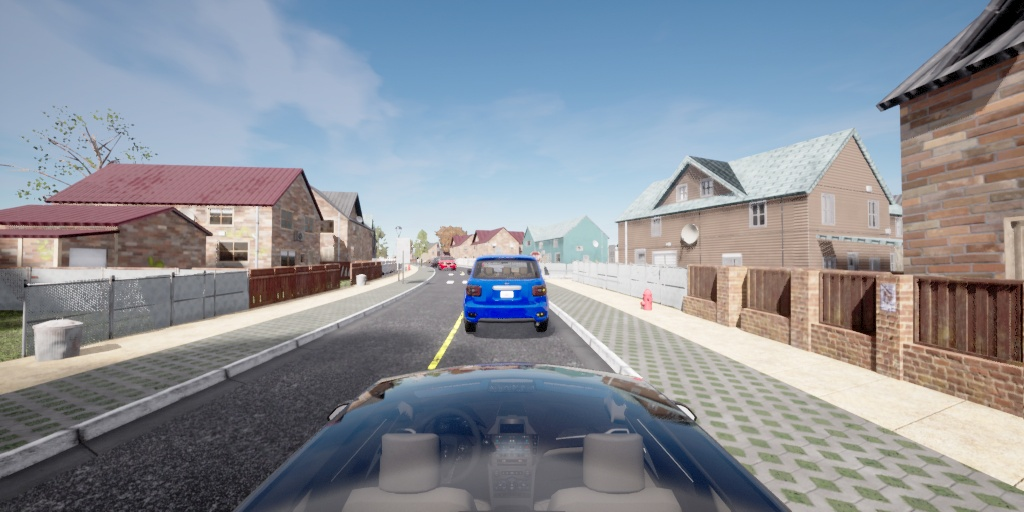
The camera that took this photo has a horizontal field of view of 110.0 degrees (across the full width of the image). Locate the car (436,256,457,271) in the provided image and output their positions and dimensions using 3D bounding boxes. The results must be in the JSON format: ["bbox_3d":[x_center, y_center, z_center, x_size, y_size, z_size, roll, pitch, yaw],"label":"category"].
[{"bbox_3d":[-8.827,0.978,48.844,2.150,2.045,5.566,0,0,-14],"label":"car"}]

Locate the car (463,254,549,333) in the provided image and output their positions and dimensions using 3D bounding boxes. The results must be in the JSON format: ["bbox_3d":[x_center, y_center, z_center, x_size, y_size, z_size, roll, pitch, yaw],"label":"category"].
[{"bbox_3d":[-0.216,0.975,10.913,2.150,2.045,5.566,0,0,-2],"label":"car"}]

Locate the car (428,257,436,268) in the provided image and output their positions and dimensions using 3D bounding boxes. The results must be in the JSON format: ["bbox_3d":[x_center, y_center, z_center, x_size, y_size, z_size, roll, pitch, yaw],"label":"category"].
[{"bbox_3d":[-13.248,1.128,64.070,2.097,1.767,4.553,0,0,-18],"label":"car"}]
